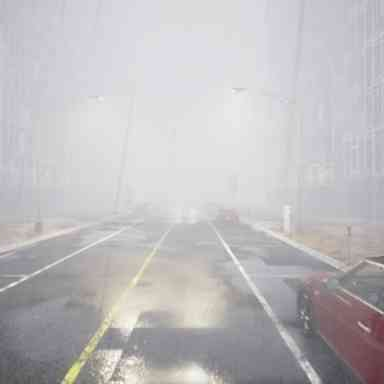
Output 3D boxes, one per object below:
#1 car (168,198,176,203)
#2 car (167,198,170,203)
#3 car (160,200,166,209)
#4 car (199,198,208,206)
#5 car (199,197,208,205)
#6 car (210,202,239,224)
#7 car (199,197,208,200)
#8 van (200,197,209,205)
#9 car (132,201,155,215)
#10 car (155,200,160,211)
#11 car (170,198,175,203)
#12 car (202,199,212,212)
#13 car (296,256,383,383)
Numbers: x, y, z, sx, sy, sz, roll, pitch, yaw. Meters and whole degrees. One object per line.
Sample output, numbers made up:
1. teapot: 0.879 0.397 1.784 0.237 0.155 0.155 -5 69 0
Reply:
1. car: -5.685 2.332 95.075 2.008 1.369 4.403 0 0 0
2. car: -5.686 2.093 60.919 1.947 1.339 4.313 0 0 0
3. car: -5.686 2.026 55.227 1.887 1.381 4.507 0 0 0
4. car: 2.694 2.047 55.218 1.947 1.339 4.313 0 0 0
5. car: 2.696 2.098 77.988 1.967 1.590 4.097 0 0 0
6. car: 2.693 1.790 26.758 1.887 1.381 4.507 0 0 0
7. car: 2.695 2.137 66.602 1.947 1.339 4.313 0 0 0
8. van: 2.695 1.956 72.298 1.690 1.788 3.998 0 0 0
9. car: -5.687 1.887 38.149 1.887 1.381 4.507 0 0 0
10. car: -5.687 1.971 43.842 1.802 1.307 4.206 0 0 0
11. car: -5.685 2.265 89.212 1.752 1.417 4.829 0 0 0
12. car: 2.694 1.955 43.834 1.947 1.339 4.313 0 0 0
13. car: 2.692 1.479 3.990 1.967 1.590 4.097 0 -1 0
